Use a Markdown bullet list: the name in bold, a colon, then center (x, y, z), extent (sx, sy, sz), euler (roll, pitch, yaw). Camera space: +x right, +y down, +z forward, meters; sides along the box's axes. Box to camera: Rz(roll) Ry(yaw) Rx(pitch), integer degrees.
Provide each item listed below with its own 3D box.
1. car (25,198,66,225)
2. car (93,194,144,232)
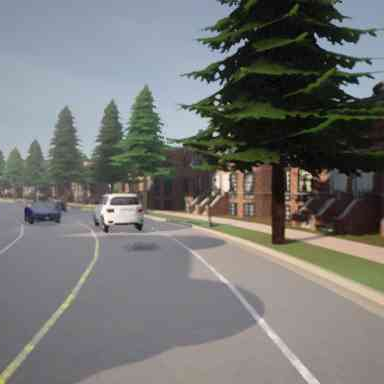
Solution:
- **car**: center (-10.543, 1.392, 23.368), extent (1.882, 1.535, 5.008), euler (0, 0, -32)
- **car**: center (-4.484, 1.142, 19.854), extent (2.150, 2.045, 5.566), euler (0, 0, -24)
